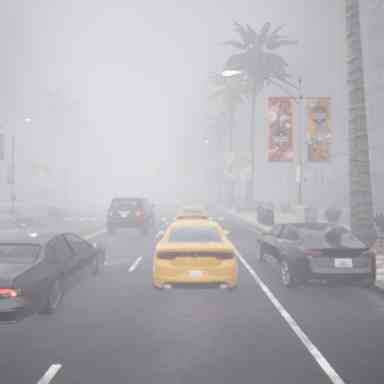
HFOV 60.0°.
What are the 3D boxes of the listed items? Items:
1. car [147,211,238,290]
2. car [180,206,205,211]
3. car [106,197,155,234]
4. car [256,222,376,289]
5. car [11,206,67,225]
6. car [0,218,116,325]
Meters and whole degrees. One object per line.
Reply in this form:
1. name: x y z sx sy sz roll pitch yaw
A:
1. car: 0.063 1.512 9.198 1.882 1.535 5.008 0 0 0
2. car: 0.012 1.551 19.944 1.882 1.535 5.008 0 0 0
3. car: -3.485 1.295 19.671 2.150 2.045 5.566 0 0 0
4. car: 3.154 1.548 9.338 2.161 1.482 4.786 0 0 -1
5. car: -10.605 1.678 23.583 2.033 1.411 5.357 0 0 0
6. car: -3.426 1.576 7.500 2.033 1.411 5.357 0 0 0
